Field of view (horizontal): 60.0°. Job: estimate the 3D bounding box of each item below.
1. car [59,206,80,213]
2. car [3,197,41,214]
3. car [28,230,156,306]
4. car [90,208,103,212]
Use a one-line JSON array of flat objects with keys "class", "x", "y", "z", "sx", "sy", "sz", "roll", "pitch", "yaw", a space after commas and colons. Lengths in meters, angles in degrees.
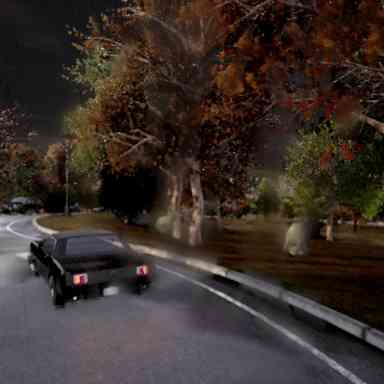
[{"class": "car", "x": -19.971, "y": 2.948, "z": 54.542, "sx": 1.895, "sy": 1.301, "sz": 4.718, "roll": 0, "pitch": -5, "yaw": 0}, {"class": "car", "x": -19.860, "y": 1.559, "z": 39.191, "sx": 2.150, "sy": 2.045, "sz": 5.566, "roll": 0, "pitch": -1, "yaw": 1}, {"class": "car", "x": -2.731, "y": 1.593, "z": 8.185, "sx": 1.895, "sy": 1.301, "sz": 4.718, "roll": 0, "pitch": 0, "yaw": -33}, {"class": "car", "x": -20.033, "y": 4.047, "z": 69.944, "sx": 1.882, "sy": 1.535, "sz": 5.008, "roll": 0, "pitch": -5, "yaw": -1}]
